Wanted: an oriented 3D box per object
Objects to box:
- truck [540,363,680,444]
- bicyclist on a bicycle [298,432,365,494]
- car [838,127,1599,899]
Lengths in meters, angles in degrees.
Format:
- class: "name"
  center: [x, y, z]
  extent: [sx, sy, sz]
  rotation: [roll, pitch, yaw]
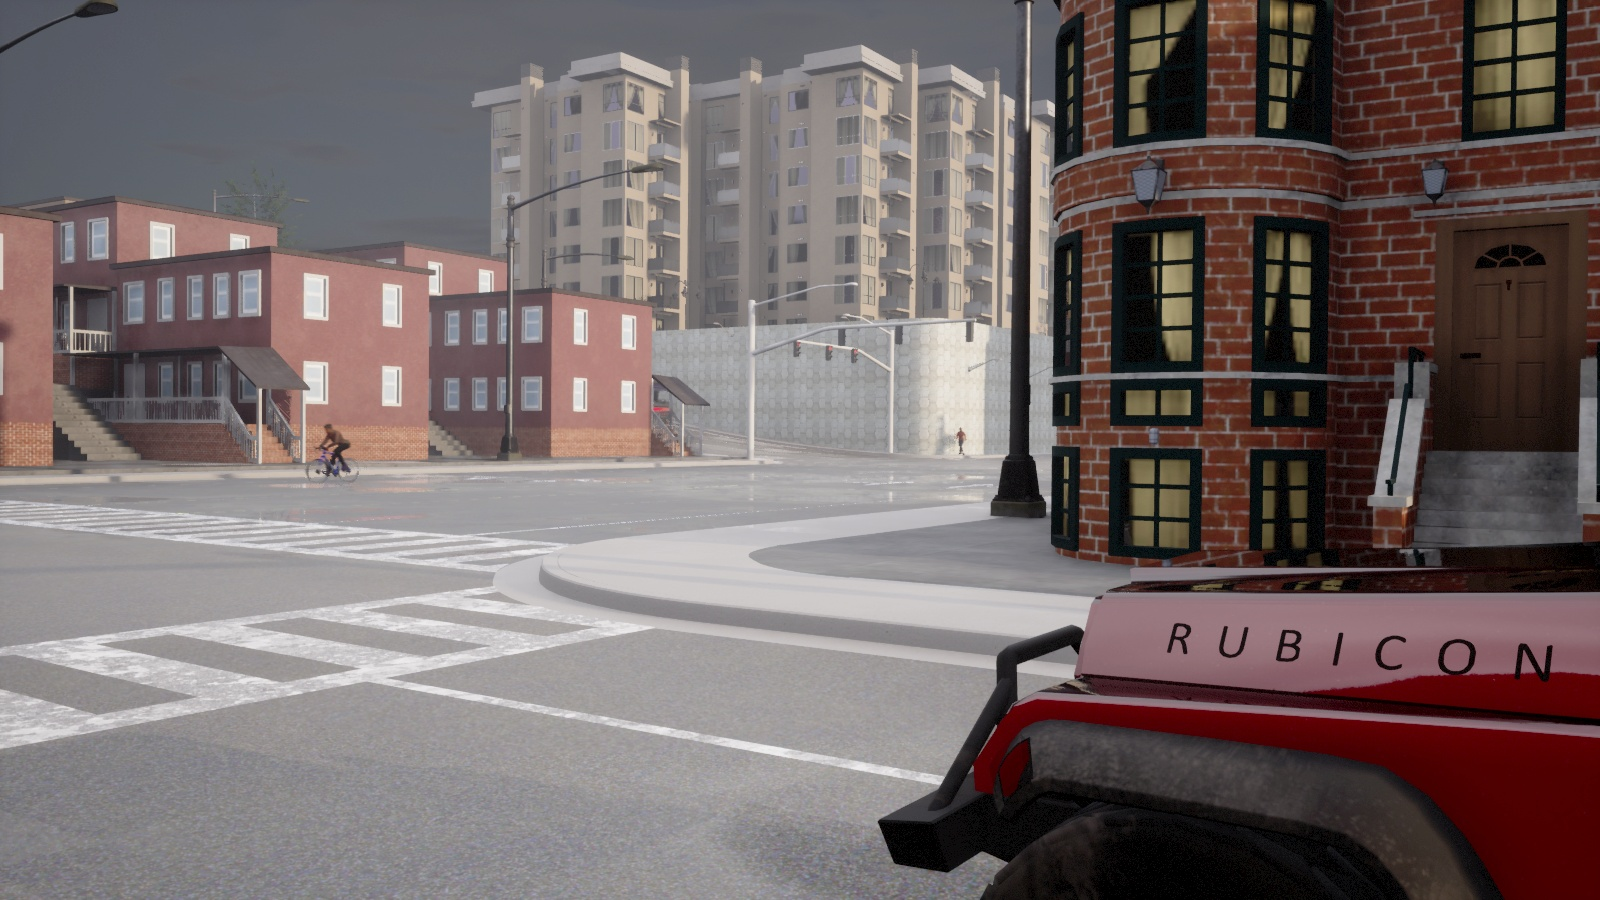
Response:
- class: "truck"
  center: [-11.853, -2.904, 77.919]
  extent: [8.468, 3.827, 2.891]
  rotation: [11, 7, 33]
- class: "bicyclist on a bicycle"
  center: [-12.632, 0.336, 33.909]
  extent: [0.582, 1.620, 1.656]
  rotation: [0, 1, 33]
- class: "car"
  center: [2.219, 0.478, 2.153]
  extent: [3.866, 1.878, 1.905]
  rotation: [0, 1, 33]
